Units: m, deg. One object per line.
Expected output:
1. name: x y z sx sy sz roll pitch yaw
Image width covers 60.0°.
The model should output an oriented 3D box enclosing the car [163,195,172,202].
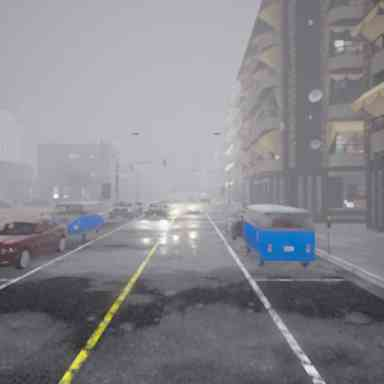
1. car: -5.678 1.492 77.307 1.887 1.381 4.507 1 0 0

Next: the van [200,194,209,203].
1. van: 2.705 1.297 71.761 1.690 1.788 3.998 1 0 0

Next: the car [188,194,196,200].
1. car: 0.000 1.300 91.505 2.128 1.511 4.902 0 0 0

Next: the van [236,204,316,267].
1. van: 2.705 1.343 11.112 1.690 1.788 3.998 1 0 0

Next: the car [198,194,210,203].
1. car: 2.702 1.514 66.182 2.008 1.369 4.403 1 0 0

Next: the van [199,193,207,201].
1. van: 2.705 1.281 82.924 1.690 1.788 3.998 1 0 0

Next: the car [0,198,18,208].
1. car: -26.376 1.478 45.430 4.097 1.590 1.967 0 -1 1

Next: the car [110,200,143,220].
1. car: -5.644 1.437 28.017 1.967 1.590 4.097 1 0 0

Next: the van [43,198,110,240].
1. van: -5.643 1.342 16.725 1.690 1.788 3.998 1 0 0

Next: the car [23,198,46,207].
1. car: -25.198 1.719 54.052 4.313 1.339 1.947 0 -1 1

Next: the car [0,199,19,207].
1. car: -30.678 1.761 54.126 4.206 1.307 1.802 0 -1 1

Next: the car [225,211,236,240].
1. car: 2.701 1.567 16.758 1.947 1.339 4.313 1 0 0

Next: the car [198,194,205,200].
1. car: 2.702 1.445 94.255 1.752 1.417 4.829 1 0 0

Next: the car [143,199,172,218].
1. car: -3.064 1.597 29.767 1.895 1.301 4.718 0 0 0

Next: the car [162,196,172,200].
1. car: -5.679 1.537 71.726 1.802 1.307 4.206 1 0 0

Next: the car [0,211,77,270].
1. car: -5.646 1.546 11.079 1.887 1.381 4.507 1 0 0

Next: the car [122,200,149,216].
1. car: -5.646 1.539 33.662 1.887 1.381 4.507 1 0 0

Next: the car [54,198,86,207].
1. car: -19.717 1.679 53.976 4.403 1.369 2.008 0 -1 1
